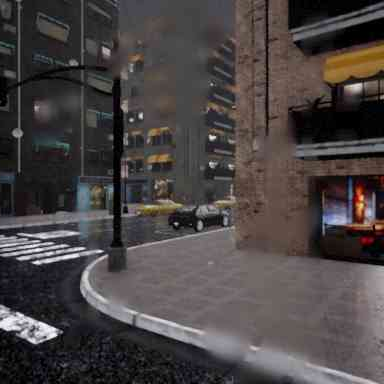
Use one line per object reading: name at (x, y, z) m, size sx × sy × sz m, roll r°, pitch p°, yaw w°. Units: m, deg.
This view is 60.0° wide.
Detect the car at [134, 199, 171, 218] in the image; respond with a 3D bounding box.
car at (-2.663, 1.246, 27.439) m, size 1.752 × 1.417 × 4.829 m, roll 1°, pitch 1°, yaw 36°

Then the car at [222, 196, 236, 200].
car at (4.003, 1.105, 36.614) m, size 1.752 × 1.417 × 4.829 m, roll 1°, pitch 1°, yaw 36°

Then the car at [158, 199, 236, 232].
car at (0.497, 1.329, 18.382) m, size 2.008 × 1.369 × 4.403 m, roll 1°, pitch 1°, yaw 36°
